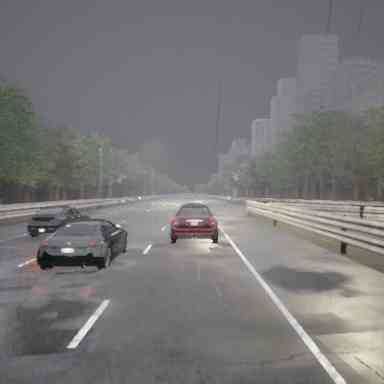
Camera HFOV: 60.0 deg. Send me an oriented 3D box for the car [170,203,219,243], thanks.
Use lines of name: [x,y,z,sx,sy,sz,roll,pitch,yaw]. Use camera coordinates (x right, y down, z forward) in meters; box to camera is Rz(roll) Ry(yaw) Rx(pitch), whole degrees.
car: [0.108,1.354,16.191,2.097,1.767,4.553,0,0,0]

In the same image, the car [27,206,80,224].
car: [-6.892,1.507,17.671,1.837,1.490,4.892,0,0,0]

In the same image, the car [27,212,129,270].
car: [-3.397,1.565,11.094,1.994,1.385,4.181,0,0,0]

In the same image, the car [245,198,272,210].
car: [8.519,1.553,42.390,2.128,1.511,4.902,0,0,-20]
